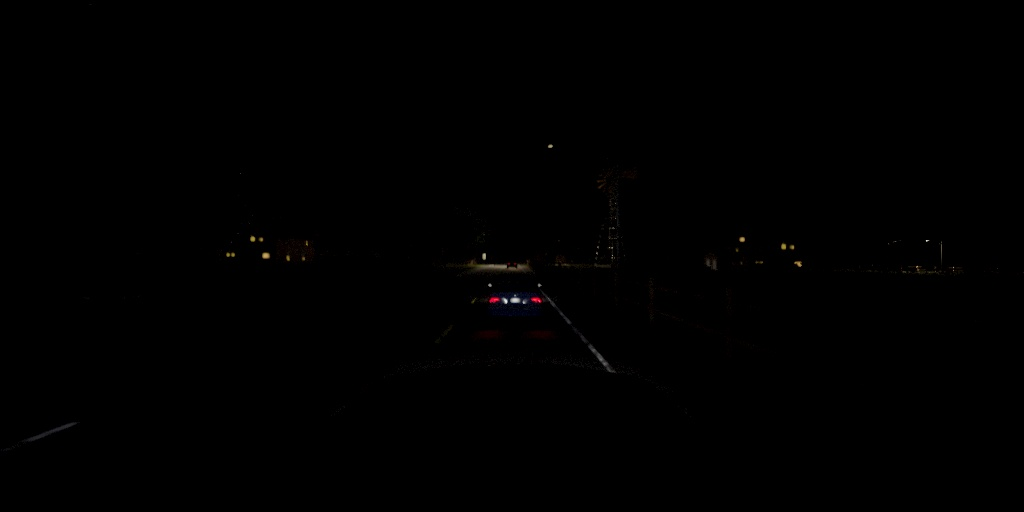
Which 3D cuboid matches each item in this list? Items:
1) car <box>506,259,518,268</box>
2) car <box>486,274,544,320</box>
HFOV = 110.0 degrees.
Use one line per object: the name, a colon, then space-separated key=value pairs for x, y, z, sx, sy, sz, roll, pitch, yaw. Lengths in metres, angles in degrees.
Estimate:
car: x=-0.001 y=1.517 z=65.441 sx=1.812 sy=1.442 sz=4.674 roll=0 pitch=0 yaw=0
car: x=0.096 y=1.340 z=12.859 sx=2.033 sy=1.411 sz=5.357 roll=0 pitch=0 yaw=0
